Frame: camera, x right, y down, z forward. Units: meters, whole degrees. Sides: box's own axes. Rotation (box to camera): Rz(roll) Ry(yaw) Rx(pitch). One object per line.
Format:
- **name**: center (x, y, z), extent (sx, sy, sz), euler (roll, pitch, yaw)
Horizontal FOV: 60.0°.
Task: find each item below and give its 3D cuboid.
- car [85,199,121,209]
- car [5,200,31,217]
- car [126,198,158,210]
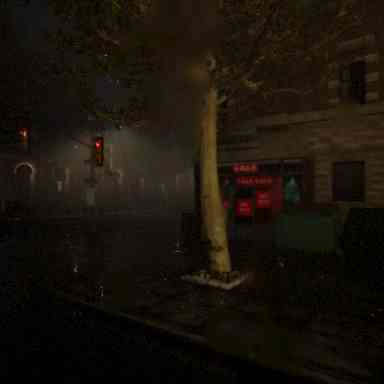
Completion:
- **car**: center (-12.062, 1.579, 45.245), extent (1.895, 1.301, 4.718), euler (0, 0, 36)
- **car**: center (-16.317, 1.464, 28.184), extent (1.882, 1.535, 5.008), euler (0, 0, 36)
- **car**: center (-6.239, 1.512, 41.912), extent (1.812, 1.442, 4.674), euler (0, 0, 36)
